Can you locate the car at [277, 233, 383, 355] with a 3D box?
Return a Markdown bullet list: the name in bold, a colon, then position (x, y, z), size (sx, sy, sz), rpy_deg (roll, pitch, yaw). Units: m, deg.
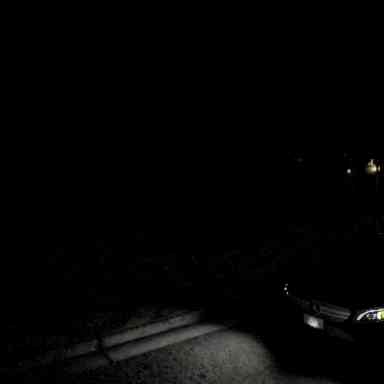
- **car**: position (3.558, 1.505, 5.912), size (4.674, 1.442, 1.812), rpy_deg (0, 0, -35)
